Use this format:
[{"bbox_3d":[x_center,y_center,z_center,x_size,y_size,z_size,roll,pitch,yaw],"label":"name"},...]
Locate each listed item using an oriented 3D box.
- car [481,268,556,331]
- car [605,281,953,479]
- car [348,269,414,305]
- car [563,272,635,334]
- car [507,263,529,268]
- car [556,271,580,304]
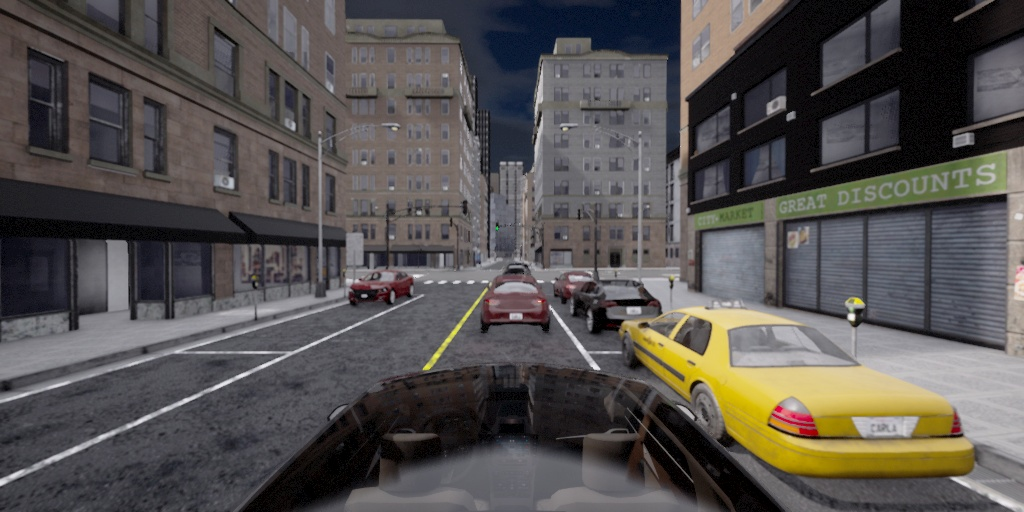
[{"bbox_3d":[0.083,1.276,10.878,1.812,1.442,4.674,0,0,0],"label":"car"},{"bbox_3d":[2.870,1.275,5.065,1.751,1.417,4.829,0,0,0],"label":"car"},{"bbox_3d":[-5.684,1.295,16.057,1.888,1.381,4.507,0,0,0],"label":"car"},{"bbox_3d":[2.866,1.316,10.481,1.948,1.339,4.313,0,0,0],"label":"car"},{"bbox_3d":[0.477,1.255,25.089,1.837,1.490,4.892,0,0,5],"label":"car"},{"bbox_3d":[2.861,1.332,16.067,1.802,1.307,4.207,0,0,0],"label":"car"}]
